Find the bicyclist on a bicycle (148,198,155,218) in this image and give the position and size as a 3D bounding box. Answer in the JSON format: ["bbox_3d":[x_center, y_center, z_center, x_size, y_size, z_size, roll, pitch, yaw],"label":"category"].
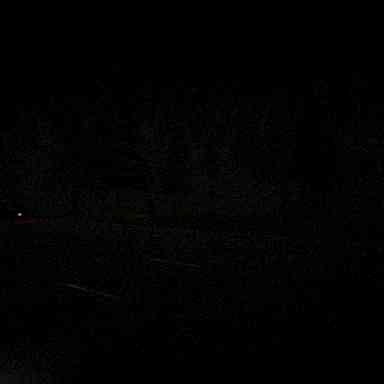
[{"bbox_3d":[-3.271,1.307,26.845,0.582,1.620,1.656,0,-2,-23],"label":"bicyclist on a bicycle"}]

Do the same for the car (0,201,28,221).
[{"bbox_3d":[-15.456,1.504,27.391,4.892,1.490,1.837,0,0,35],"label":"car"}]
